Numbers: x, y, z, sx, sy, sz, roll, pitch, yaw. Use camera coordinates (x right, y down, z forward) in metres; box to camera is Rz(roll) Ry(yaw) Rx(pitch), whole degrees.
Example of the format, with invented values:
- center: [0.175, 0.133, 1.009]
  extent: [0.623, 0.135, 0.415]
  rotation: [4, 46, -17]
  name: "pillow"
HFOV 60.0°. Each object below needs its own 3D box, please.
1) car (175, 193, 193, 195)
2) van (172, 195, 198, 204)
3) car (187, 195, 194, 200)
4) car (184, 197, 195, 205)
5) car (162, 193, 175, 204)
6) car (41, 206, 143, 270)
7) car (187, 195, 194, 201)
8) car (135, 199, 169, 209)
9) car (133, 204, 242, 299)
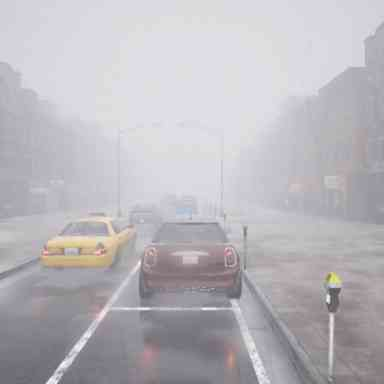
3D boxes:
- center: [-0.403, 1.302, 36.607]
  extent: [2.192, 1.841, 5.009]
  rotation: [-1, 0, 0]
  name: "car"
- center: [-0.402, 1.332, 25.542]
  extent: [1.690, 1.788, 3.998]
  rotation: [-1, 0, 0]
  name: "van"
- center: [-0.395, 1.542, 91.932]
  extent: [1.947, 1.339, 4.313]
  rotation: [-1, 0, 0]
  name: "car"
- center: [-0.396, 1.563, 58.737]
  extent: [1.802, 1.307, 4.206]
  rotation: [-1, 0, 0]
  name: "car"
- center: [-2.924, 1.206, 45.078]
  extent: [2.150, 2.045, 5.566]
  rotation: [0, 0, 0]
  name: "car"
- center: [-3.021, 1.453, 10.902]
  extent: [1.801, 1.575, 5.366]
  rotation: [0, 0, 0]
  name: "car"
- center: [-0.395, 1.543, 86.399]
  extent: [1.947, 1.339, 4.313]
  rotation: [-1, 0, 0]
  name: "car"
- center: [-2.953, 1.484, 22.194]
  extent: [2.128, 1.511, 4.902]
  rotation: [0, 0, 0]
  name: "car"
- center: [-0.032, 1.349, 8.622]
  extent: [2.097, 1.767, 4.553]
  rotation: [0, 0, 0]
  name: "car"
